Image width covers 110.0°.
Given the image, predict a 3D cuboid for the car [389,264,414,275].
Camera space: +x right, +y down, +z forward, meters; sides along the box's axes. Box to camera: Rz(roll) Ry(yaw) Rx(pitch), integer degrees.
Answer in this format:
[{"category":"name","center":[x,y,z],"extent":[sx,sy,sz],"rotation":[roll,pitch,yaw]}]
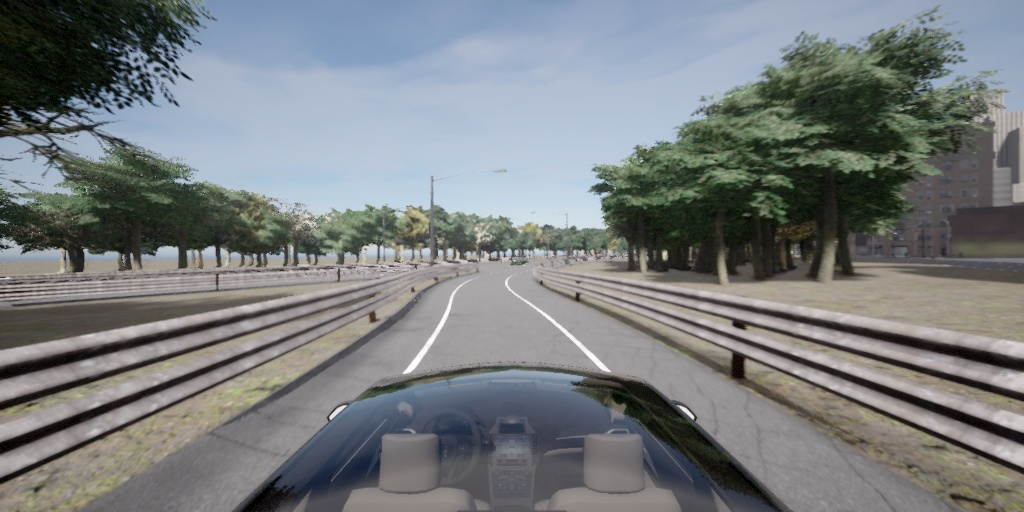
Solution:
[{"category":"car","center":[-15.302,1.827,50.962],"extent":[1.812,1.442,4.674],"rotation":[0,1,34]}]

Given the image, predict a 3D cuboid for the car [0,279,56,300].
[{"category":"car","center":[-33.964,2.244,23.561],"extent":[1.882,1.535,5.008],"rotation":[0,1,34]}]
